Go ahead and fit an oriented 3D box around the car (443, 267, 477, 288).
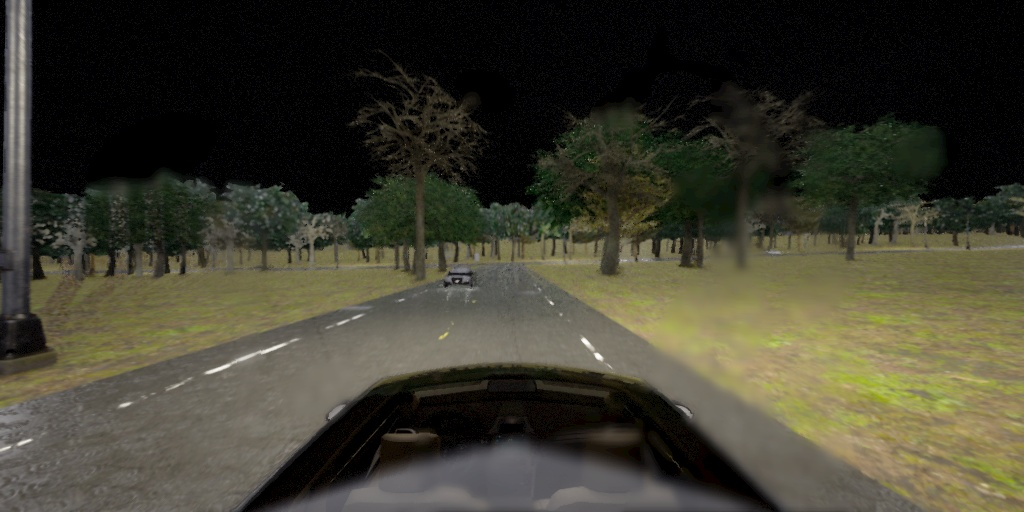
[{"bbox_3d":[-3.583,1.473,25.435,1.994,1.385,4.181,0,0,0],"label":"car"}]
